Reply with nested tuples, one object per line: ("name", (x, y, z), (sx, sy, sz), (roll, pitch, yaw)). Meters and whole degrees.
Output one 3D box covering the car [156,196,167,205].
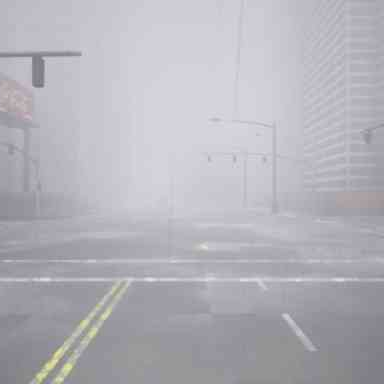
("car", (-7.011, 1.957, 77.909), (2.150, 2.045, 5.566), (0, -1, 0))
